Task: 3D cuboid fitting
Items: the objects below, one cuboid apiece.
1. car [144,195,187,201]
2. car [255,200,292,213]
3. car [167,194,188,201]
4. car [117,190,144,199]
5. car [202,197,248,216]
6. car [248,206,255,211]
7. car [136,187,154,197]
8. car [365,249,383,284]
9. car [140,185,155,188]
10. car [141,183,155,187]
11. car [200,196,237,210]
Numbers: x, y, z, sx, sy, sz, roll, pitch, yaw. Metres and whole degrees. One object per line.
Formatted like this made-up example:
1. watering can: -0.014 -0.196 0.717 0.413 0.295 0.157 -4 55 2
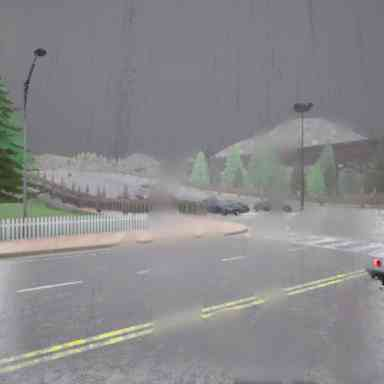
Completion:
1. car: -3.348 1.447 40.615 2.033 1.411 5.357 0 2 -36
2. car: 8.714 1.552 36.059 1.994 1.385 4.181 0 0 -36
3. car: -1.600 1.408 44.147 1.994 1.385 4.181 0 2 -36
4. car: -9.427 0.900 48.908 1.837 1.490 4.892 0 4 -36
5. car: 2.618 1.539 32.526 2.033 1.411 5.357 0 0 -36
6. car: 4.298 1.551 36.148 1.994 1.385 4.181 0 0 -36
7. car: -7.520 0.631 52.235 2.097 1.767 4.553 0 4 -36
8. car: 6.314 1.599 8.122 4.718 1.301 1.895 0 0 -35
9. car: -8.632 0.164 59.776 1.837 1.490 4.892 0 6 -36
10. car: -9.870 -1.246 73.406 2.128 1.511 4.902 0 7 -36
11. car: 3.392 1.419 43.271 1.882 1.535 5.008 0 1 -36
